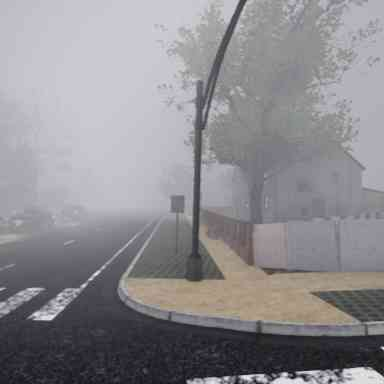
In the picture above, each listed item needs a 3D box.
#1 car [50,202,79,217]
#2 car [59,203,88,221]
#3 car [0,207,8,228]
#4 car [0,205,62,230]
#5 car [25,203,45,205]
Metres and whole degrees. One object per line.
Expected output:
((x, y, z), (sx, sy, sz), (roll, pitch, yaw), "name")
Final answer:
((-16.167, 2.169, 42.367), (2.097, 1.767, 4.553), (2, -1, -2), "car")
((-12.579, 2.103, 35.249), (2.097, 1.767, 4.553), (2, -1, -3), "car")
((-15.252, 1.889, 23.640), (1.837, 1.490, 4.892), (2, -1, -3), "car")
((-12.086, 2.016, 25.360), (2.128, 1.511, 4.902), (2, -1, -3), "car")
((-15.704, 1.944, 32.689), (2.097, 1.767, 4.553), (2, -1, -3), "car")
